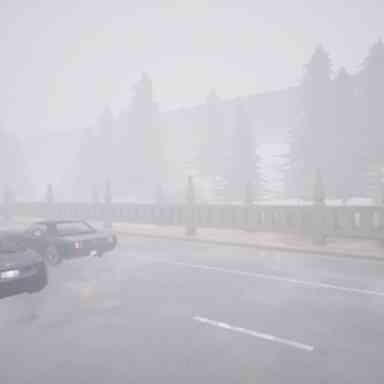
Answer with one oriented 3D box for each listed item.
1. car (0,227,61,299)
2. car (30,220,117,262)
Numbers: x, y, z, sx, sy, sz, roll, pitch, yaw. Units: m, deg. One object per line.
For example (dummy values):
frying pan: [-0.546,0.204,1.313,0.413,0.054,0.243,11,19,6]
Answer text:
car: [-5.229,1.607,7.764,4.181,1.385,1.994,0,0,36]
car: [-4.924,1.654,11.857,4.718,1.301,1.895,0,0,36]
